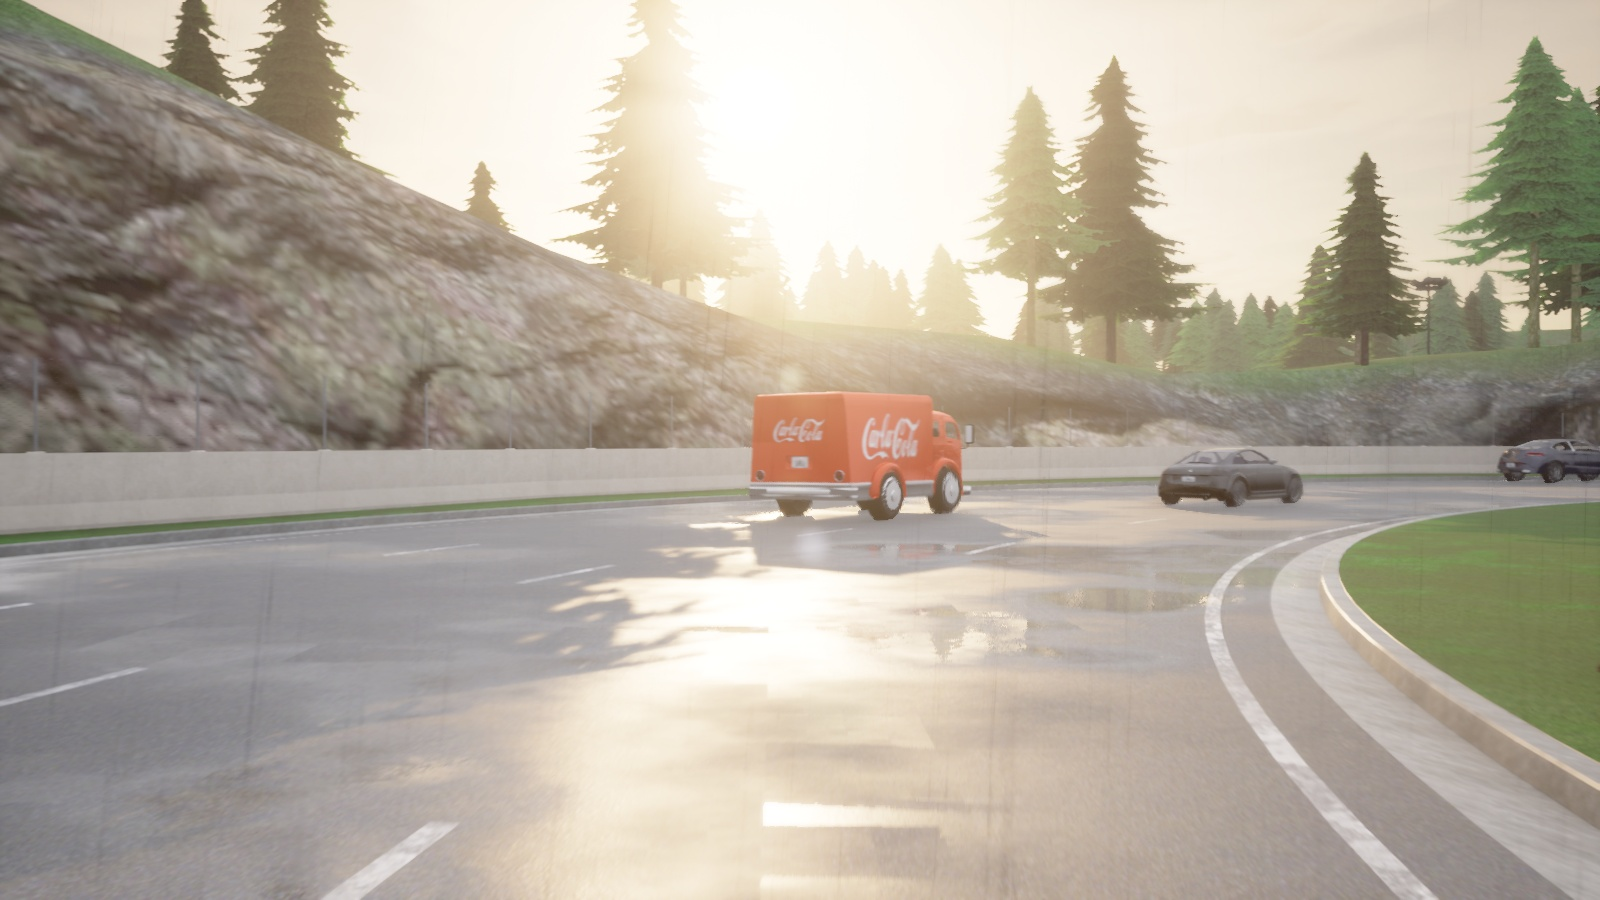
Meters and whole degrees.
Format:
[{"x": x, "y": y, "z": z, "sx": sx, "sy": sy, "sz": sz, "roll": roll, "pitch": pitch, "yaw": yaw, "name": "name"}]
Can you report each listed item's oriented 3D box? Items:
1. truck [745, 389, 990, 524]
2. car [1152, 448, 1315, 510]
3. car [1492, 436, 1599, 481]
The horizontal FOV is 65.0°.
[{"x": 1.520, "y": 0.116, "z": 25.795, "sx": 2.627, "sy": 2.467, "sz": 5.204, "roll": 0, "pitch": 0, "yaw": 35, "name": "truck"}, {"x": 10.605, "y": 0.653, "z": 30.610, "sx": 4.181, "sy": 1.385, "sz": 1.994, "roll": 0, "pitch": 0, "yaw": -42, "name": "car"}, {"x": 28.963, "y": 0.301, "z": 47.167, "sx": 5.027, "sy": 1.651, "sz": 2.152, "roll": 0, "pitch": 0, "yaw": -12, "name": "car"}]
